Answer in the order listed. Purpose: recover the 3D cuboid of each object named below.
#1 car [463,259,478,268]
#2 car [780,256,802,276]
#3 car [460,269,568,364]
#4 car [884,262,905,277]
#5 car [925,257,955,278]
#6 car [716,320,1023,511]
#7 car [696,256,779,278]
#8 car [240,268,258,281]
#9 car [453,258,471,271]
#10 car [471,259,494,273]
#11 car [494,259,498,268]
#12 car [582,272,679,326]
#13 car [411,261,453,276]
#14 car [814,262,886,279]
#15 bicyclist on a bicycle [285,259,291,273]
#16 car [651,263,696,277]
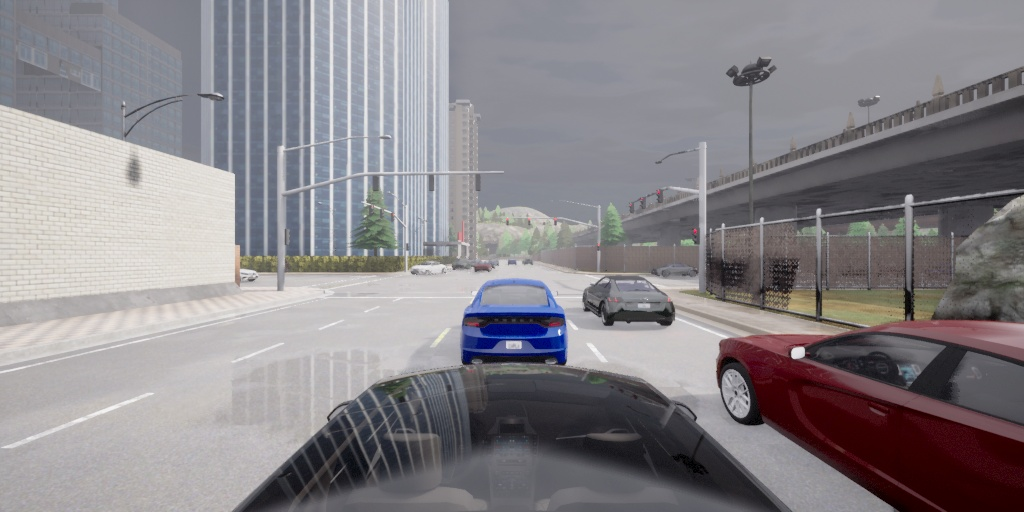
[{"bbox_3d":[-7.048,1.313,61.657,1.994,1.385,4.181,0,0,0],"label":"car"},{"bbox_3d":[25.383,1.027,35.475,5.566,2.045,2.150,0,0,-1],"label":"car"},{"bbox_3d":[0.055,1.228,8.029,1.882,1.535,5.008,0,0,1],"label":"car"},{"bbox_3d":[36.072,1.331,35.472,4.674,1.442,1.812,0,0,0],"label":"car"},{"bbox_3d":[40.481,1.027,31.976,5.566,2.045,2.150,0,0,0],"label":"car"},{"bbox_3d":[3.602,1.228,2.695,1.882,1.535,5.008,0,0,0],"label":"car"},{"bbox_3d":[20.004,1.027,31.957,5.566,2.045,2.150,0,0,0],"label":"car"},{"bbox_3d":[-22.630,1.331,28.203,4.674,1.442,1.812,0,0,0],"label":"car"},{"bbox_3d":[-7.078,1.101,50.486,2.097,1.767,4.553,0,0,0],"label":"car"},{"bbox_3d":[-3.582,1.351,44.052,1.895,1.301,4.718,0,0,0],"label":"car"},{"bbox_3d":[-3.571,1.351,55.355,1.895,1.301,4.718,0,0,0],"label":"car"},{"bbox_3d":[3.577,1.314,11.689,1.994,1.385,4.181,0,0,0],"label":"car"},{"bbox_3d":[-8.786,1.308,38.467,1.812,1.442,4.674,1,0,26],"label":"car"},{"bbox_3d":[29.773,1.406,31.974,4.718,1.301,1.895,0,0,0],"label":"car"},{"bbox_3d":[-25.289,1.106,40.160,0.582,1.620,1.656,0,0,0],"label":"bicyclist on a bicycle"},{"bbox_3d":[16.026,1.369,35.453,4.181,1.385,1.994,0,0,0],"label":"car"}]
